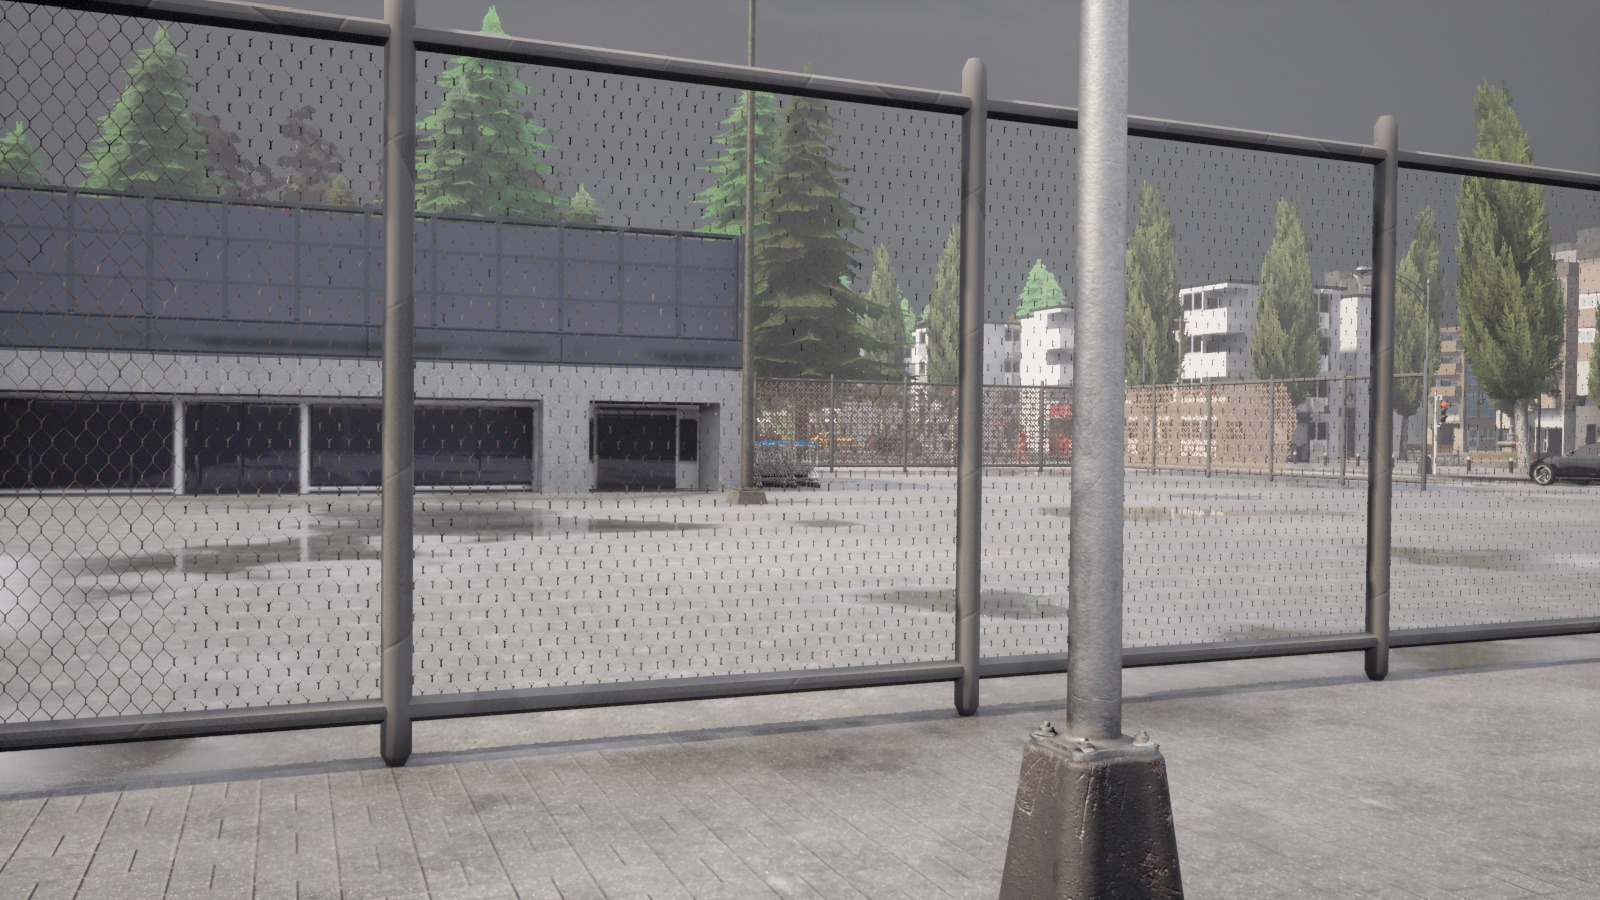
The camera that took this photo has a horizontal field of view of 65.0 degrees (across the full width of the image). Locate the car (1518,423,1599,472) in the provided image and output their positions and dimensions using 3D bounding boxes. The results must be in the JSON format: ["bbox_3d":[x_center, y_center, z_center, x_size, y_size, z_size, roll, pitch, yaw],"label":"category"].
[{"bbox_3d":[25.242,-0.109,39.003,2.163,1.488,4.792,-1,1,-22],"label":"car"}]

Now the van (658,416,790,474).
[{"bbox_3d":[-2.873,-0.215,47.243,4.480,2.038,2.069,-1,1,-23],"label":"van"}]

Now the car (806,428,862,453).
[{"bbox_3d":[2.260,-0.666,84.730,1.801,1.575,5.366,-1,1,-22],"label":"car"}]

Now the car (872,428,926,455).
[{"bbox_3d":[5.938,-0.520,75.749,1.789,1.549,3.705,-1,1,-21],"label":"car"}]
